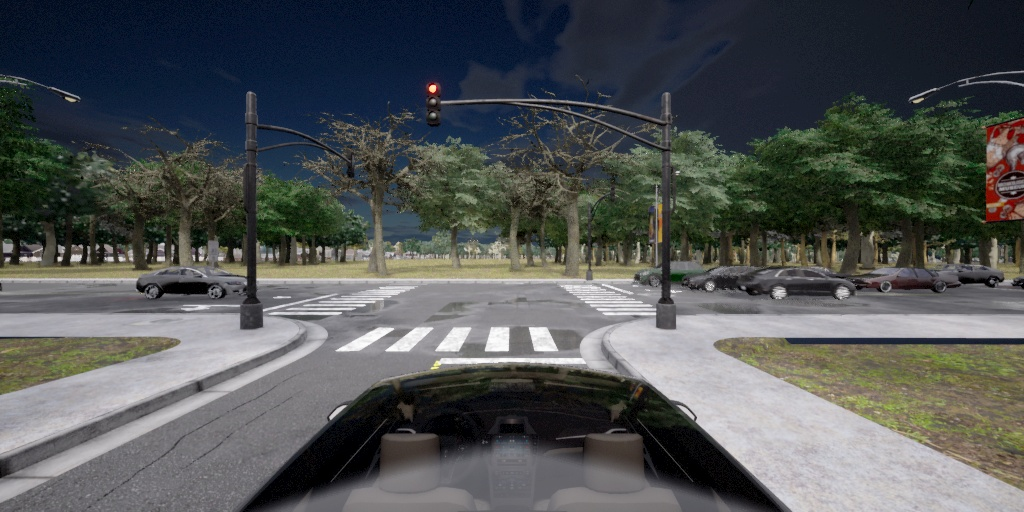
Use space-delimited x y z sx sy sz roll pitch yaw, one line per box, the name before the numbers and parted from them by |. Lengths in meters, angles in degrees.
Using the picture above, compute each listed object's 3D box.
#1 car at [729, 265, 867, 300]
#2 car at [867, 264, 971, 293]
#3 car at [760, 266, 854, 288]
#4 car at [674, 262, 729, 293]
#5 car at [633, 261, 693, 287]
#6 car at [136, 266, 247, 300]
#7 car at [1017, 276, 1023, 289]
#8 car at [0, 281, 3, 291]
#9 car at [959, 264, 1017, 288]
car | 13.462 1.275 17.104 4.892 1.490 1.837 0 0 0
car | 22.190 1.326 20.554 5.357 1.411 2.033 0 0 0
car | 19.466 1.371 23.806 4.718 1.301 1.895 0 0 0
car | 12.329 1.269 20.553 4.892 1.490 1.837 0 0 0
car | 10.482 1.109 23.801 4.553 1.767 2.097 0 0 0
car | -14.891 1.226 17.096 4.902 1.511 2.128 0 0 0
car | 32.406 1.343 20.548 5.357 1.411 2.033 0 0 0
car | -27.563 1.215 17.086 4.902 1.511 2.128 0 0 0
car | 29.402 1.278 23.803 4.902 1.511 2.128 0 0 0
